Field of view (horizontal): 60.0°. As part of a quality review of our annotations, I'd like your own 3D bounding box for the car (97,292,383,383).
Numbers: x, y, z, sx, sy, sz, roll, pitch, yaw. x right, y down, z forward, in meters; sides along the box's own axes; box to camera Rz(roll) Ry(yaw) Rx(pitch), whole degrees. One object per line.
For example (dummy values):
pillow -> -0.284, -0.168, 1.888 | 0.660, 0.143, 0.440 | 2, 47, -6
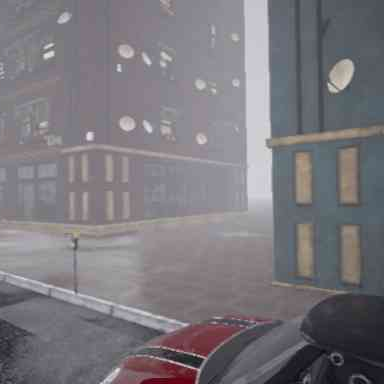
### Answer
car -> 1.115, 1.441, 2.099 | 4.097, 1.590, 1.967 | 0, -1, 36
